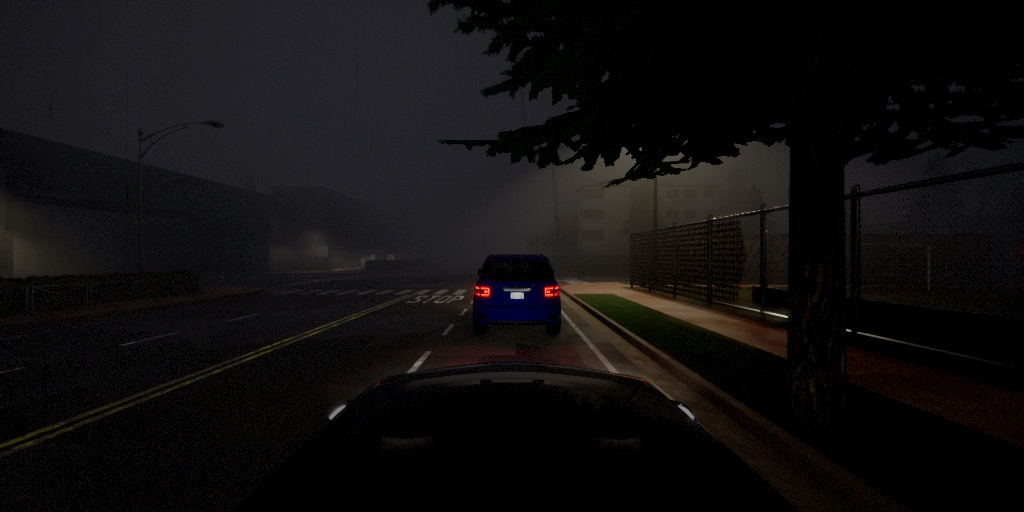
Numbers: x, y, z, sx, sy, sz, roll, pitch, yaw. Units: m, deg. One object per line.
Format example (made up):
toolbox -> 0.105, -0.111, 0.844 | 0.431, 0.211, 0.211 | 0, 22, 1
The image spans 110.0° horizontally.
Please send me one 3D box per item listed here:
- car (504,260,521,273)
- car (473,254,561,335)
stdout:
car -> 0.065, 1.242, 45.851 | 2.128, 1.511, 4.902 | 0, 0, 0
car -> 0.124, 0.972, 10.642 | 2.150, 2.045, 5.566 | 0, 0, 0
